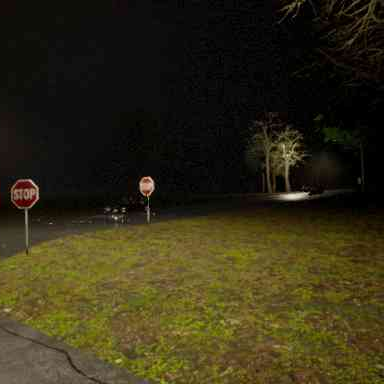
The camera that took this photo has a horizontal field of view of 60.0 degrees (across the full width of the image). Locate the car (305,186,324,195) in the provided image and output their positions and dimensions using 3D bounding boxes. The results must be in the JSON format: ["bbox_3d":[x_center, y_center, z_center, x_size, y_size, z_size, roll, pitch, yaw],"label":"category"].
[{"bbox_3d":[21.916,-0.244,58.399,2.128,1.511,4.902,-3,1,29],"label":"car"}]

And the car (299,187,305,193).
[{"bbox_3d":[25.888,-0.541,75.119,2.033,1.411,5.357,-3,1,35],"label":"car"}]

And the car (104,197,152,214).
[{"bbox_3d":[-5.683,1.220,29.954,1.837,1.490,4.892,-3,0,35],"label":"car"}]
